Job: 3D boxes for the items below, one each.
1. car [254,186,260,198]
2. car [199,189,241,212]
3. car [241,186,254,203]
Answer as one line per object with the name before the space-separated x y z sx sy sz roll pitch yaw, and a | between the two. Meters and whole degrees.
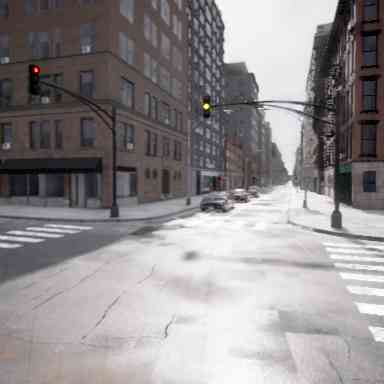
car | 8.075 -0.041 44.816 1.837 1.490 4.892 1 2 17
car | 2.104 0.644 25.313 2.033 1.411 5.357 1 2 17
car | 5.010 0.345 34.915 1.994 1.385 4.181 1 2 17
